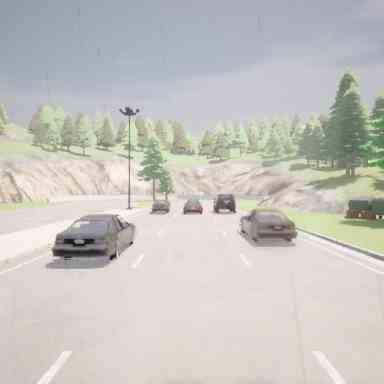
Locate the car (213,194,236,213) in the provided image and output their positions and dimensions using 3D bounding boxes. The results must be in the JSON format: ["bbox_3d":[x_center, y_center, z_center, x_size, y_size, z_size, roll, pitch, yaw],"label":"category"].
[{"bbox_3d":[3.613,1.222,37.444,2.150,2.045,5.566,0,0,0],"label":"car"}]

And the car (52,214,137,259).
[{"bbox_3d":[-3.396,1.547,12.537,2.033,1.411,5.357,0,0,0],"label":"car"}]

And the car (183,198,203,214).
[{"bbox_3d":[0.108,1.564,35.125,1.994,1.385,4.181,0,0,0],"label":"car"}]

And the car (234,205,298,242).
[{"bbox_3d":[3.605,1.547,16.481,2.033,1.411,5.357,0,0,0],"label":"car"}]

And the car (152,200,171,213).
[{"bbox_3d":[-3.389,1.547,37.228,2.033,1.411,5.357,0,0,0],"label":"car"}]

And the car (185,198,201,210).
[{"bbox_3d":[0.161,1.547,44.373,2.033,1.411,5.357,0,0,1],"label":"car"}]
